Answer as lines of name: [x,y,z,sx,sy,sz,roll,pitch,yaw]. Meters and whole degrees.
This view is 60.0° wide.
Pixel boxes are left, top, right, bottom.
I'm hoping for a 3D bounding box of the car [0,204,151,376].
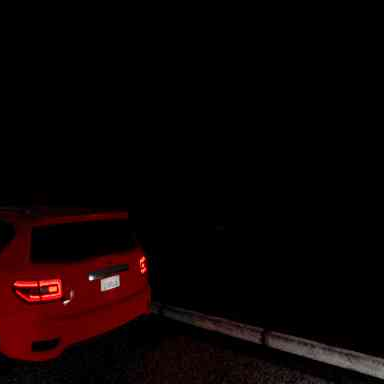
car: [-3.215,1.229,5.670,5.566,2.045,2.150,0,0,35]
